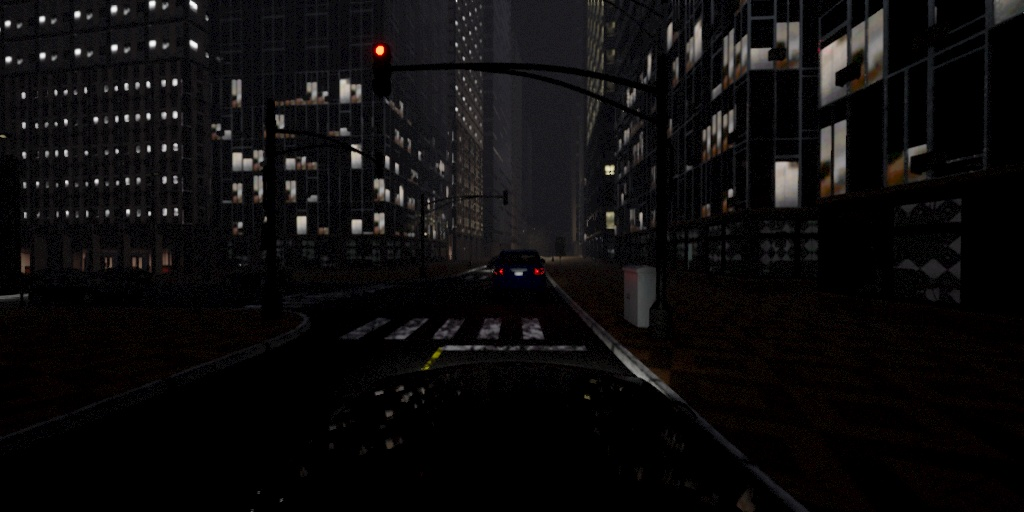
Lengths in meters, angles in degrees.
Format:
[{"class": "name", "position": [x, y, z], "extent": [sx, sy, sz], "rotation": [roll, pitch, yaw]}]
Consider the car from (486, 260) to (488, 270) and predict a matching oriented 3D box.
[{"class": "car", "position": [-1.580, 0.700, 39.222], "extent": [2.033, 1.411, 5.357], "rotation": [0, 1, 4]}]

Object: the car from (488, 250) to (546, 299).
[{"class": "car", "position": [0.357, 0.751, 16.436], "extent": [2.150, 2.045, 5.566], "rotation": [-1, 0, 2]}]

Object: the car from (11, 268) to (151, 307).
[{"class": "car", "position": [-18.126, 1.357, 15.348], "extent": [4.403, 1.370, 2.007], "rotation": [0, 0, 9]}]

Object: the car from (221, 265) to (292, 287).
[{"class": "car", "position": [-16.814, 1.273, 23.624], "extent": [4.403, 1.370, 2.007], "rotation": [0, 0, 9]}]
